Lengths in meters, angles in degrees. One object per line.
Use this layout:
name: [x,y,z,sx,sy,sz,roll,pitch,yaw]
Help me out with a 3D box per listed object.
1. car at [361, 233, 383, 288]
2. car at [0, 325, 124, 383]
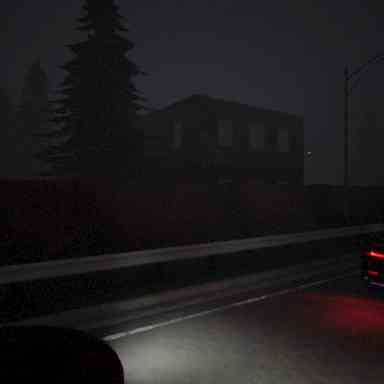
car: [5.982,1.504,8.019,4.892,1.490,1.837,0,0,-35]
car: [-2.657,1.526,1.856,4.674,1.442,1.812,0,0,-35]
